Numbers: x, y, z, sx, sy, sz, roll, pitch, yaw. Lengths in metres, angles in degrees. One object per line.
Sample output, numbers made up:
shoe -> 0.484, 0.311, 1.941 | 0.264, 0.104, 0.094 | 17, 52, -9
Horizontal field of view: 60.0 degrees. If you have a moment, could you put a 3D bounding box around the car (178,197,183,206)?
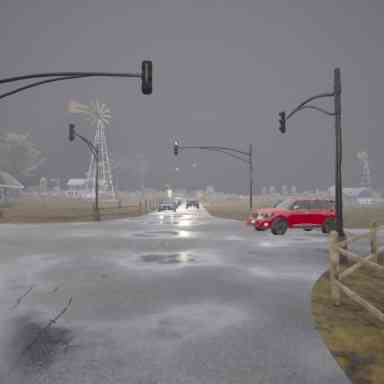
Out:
car -> -2.879, 1.630, 48.489 | 2.128, 1.511, 4.902 | 0, 0, 0

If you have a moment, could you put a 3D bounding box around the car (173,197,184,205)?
car -> -2.789, 1.810, 69.078 | 2.033, 1.411, 5.357 | 0, 0, 0

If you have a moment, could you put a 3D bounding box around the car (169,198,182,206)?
car -> -2.865, 1.795, 58.470 | 1.895, 1.301, 4.718 | 0, 0, 0

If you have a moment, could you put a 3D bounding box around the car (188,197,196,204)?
car -> -0.037, 1.827, 74.775 | 1.812, 1.442, 4.674 | 0, 0, 0

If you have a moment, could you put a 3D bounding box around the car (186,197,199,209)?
car -> 0.077, 1.646, 48.969 | 1.837, 1.490, 4.892 | 0, 0, 0

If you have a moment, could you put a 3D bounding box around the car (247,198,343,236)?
car -> 5.910, 1.335, 18.938 | 5.566, 2.045, 2.150 | 2, -1, -20

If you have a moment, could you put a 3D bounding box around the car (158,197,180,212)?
car -> -2.876, 1.661, 39.747 | 1.994, 1.385, 4.181 | 0, 0, 0
